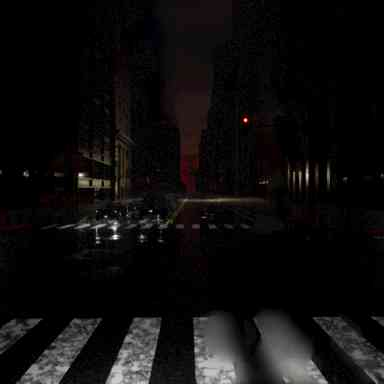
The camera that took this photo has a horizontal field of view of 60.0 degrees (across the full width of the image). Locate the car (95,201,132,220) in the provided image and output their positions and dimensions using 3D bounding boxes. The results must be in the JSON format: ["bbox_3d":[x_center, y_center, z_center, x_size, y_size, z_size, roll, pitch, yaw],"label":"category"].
[{"bbox_3d":[-6.639,1.587,27.957,1.895,1.301,4.718,0,0,1],"label":"car"}]

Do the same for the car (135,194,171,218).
[{"bbox_3d":[-3.372,1.206,30.005,2.150,2.045,5.566,0,0,0],"label":"car"}]

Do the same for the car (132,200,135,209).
[{"bbox_3d":[-6.630,1.577,40.901,1.895,1.301,4.718,0,0,0],"label":"car"}]

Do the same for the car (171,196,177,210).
[{"bbox_3d":[-3.377,1.467,40.432,2.128,1.511,4.902,0,0,0],"label":"car"}]

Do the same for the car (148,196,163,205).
[{"bbox_3d":[-6.576,1.440,60.336,2.128,1.511,4.902,0,0,1],"label":"car"}]

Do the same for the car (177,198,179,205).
[{"bbox_3d":[-3.348,1.446,57.969,2.128,1.511,4.902,0,0,0],"label":"car"}]
